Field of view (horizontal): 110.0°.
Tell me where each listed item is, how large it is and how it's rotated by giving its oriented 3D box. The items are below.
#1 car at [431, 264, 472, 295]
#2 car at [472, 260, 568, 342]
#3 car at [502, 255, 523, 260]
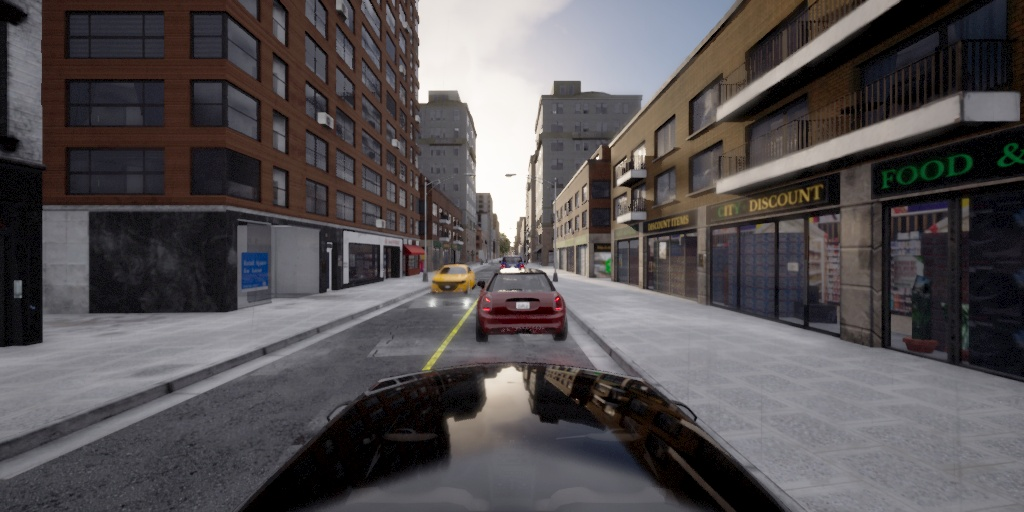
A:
[{"bbox_3d":[-3.138,1.227,19.930,1.882,1.535,5.008,0,0,0],"label":"car"},{"bbox_3d":[0.115,1.101,9.958,2.097,1.767,4.553,0,0,-3],"label":"car"},{"bbox_3d":[0.038,0.974,31.104,2.150,2.045,5.566,0,0,0],"label":"car"}]
